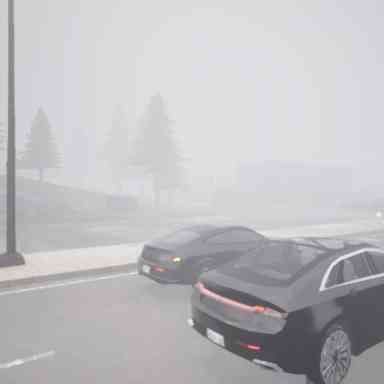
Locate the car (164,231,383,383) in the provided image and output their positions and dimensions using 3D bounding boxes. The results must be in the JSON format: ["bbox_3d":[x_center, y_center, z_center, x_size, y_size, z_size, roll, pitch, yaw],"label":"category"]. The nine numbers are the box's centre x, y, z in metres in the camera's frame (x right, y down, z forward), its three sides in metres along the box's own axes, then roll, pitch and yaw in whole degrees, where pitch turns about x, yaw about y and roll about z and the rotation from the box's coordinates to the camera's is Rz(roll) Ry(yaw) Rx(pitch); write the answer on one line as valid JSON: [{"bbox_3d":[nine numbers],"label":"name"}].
[{"bbox_3d":[2.243,1.484,5.314,4.902,1.511,2.128,0,0,-36],"label":"car"}]

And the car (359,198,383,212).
[{"bbox_3d":[21.314,1.454,37.426,4.892,1.490,1.837,1,0,-35],"label":"car"}]

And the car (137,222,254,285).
[{"bbox_3d":[0.865,1.516,8.634,4.674,1.442,1.812,0,0,-36],"label":"car"}]

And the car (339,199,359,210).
[{"bbox_3d":[20.067,1.545,40.822,4.718,1.301,1.895,0,0,-35],"label":"car"}]
